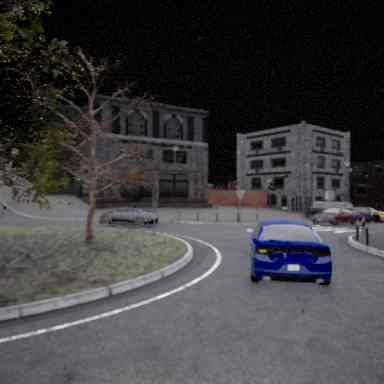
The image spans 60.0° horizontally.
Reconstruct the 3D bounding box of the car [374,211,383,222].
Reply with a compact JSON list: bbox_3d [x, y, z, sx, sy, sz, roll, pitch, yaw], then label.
[{"bbox_3d":[27.732,3.490,45.238,2.002,1.452,4.674,5,-3,-38],"label":"car"}]

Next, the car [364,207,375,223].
[{"bbox_3d":[16.794,2.449,36.634,2.097,1.535,5.008,5,-3,-38],"label":"car"}]

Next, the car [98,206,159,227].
[{"bbox_3d":[-4.444,1.662,23.406,4.181,1.385,1.994,0,0,20],"label":"car"}]

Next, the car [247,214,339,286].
[{"bbox_3d":[2.659,1.548,9.789,1.882,1.535,5.008,0,-1,10],"label":"car"}]

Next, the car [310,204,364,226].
[{"bbox_3d":[11.559,1.942,26.697,4.674,1.442,1.812,3,-2,-37],"label":"car"}]

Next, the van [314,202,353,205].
[{"bbox_3d":[14.560,2.047,35.017,1.878,1.987,4.442,4,-3,-38],"label":"van"}]

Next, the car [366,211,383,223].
[{"bbox_3d":[25.643,3.298,43.592,2.002,1.452,4.674,5,-3,-38],"label":"car"}]

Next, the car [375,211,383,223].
[{"bbox_3d":[19.009,2.520,38.332,2.185,1.767,4.553,5,-3,-38],"label":"car"}]
